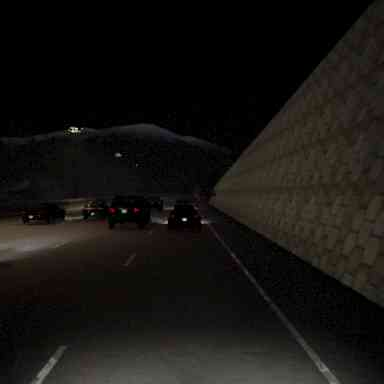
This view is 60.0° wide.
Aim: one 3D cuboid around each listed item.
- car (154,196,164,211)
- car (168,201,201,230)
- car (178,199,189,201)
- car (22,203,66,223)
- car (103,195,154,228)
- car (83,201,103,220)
[{"bbox_3d":[-4.553,1.300,39.862,2.097,1.767,4.553,0,0,-2],"label":"car"},{"bbox_3d":[-0.486,1.528,20.826,1.994,1.385,4.181,0,0,-2],"label":"car"},{"bbox_3d":[-1.045,1.495,39.692,1.994,1.385,4.181,0,0,-2],"label":"car"},{"bbox_3d":[-11.119,1.534,25.156,1.812,1.442,4.674,0,0,-2],"label":"car"},{"bbox_3d":[-4.028,1.203,22.090,2.150,2.045,5.566,0,0,-2],"label":"car"},{"bbox_3d":[-7.700,1.478,27.930,2.128,1.511,4.902,0,0,-2],"label":"car"}]
